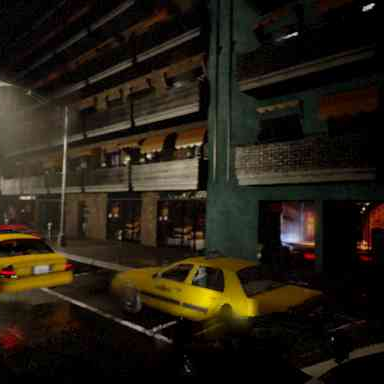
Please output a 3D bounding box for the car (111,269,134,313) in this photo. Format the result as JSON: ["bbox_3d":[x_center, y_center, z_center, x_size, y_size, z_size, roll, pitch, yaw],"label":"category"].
[{"bbox_3d":[0.237,1.881,6.746,4.829,1.417,1.752,-1,-4,43],"label":"car"}]

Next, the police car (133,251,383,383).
[{"bbox_3d":[1.994,1.613,2.580,5.238,1.638,1.930,-1,-4,41],"label":"police car"}]

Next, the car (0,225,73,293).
[{"bbox_3d":[-5.378,1.825,9.482,5.366,1.575,1.801,-1,-4,43],"label":"car"}]

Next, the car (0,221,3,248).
[{"bbox_3d":[-12.152,2.196,18.118,4.507,1.381,1.887,-1,-4,43],"label":"car"}]
